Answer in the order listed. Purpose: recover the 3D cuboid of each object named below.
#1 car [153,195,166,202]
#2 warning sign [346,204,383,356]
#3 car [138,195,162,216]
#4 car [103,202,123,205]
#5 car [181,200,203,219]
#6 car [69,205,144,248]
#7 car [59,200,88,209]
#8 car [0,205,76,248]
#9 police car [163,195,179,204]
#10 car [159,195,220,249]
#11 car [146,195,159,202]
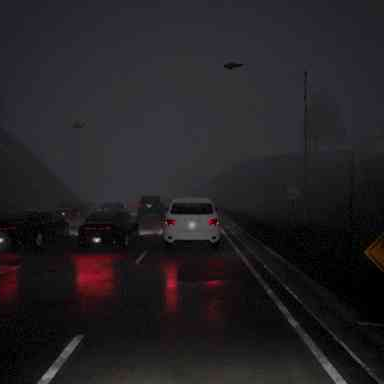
[{"bbox_3d":[-7.302,1.510,74.655,1.837,1.490,4.892,0,0,-20],"label":"car"},{"bbox_3d":[3.050,1.114,4.654,1.300,1.860,1.060,0,0,0],"label":"warning sign"},{"bbox_3d":[-3.517,1.258,29.653,2.150,2.045,5.566,0,0,-1],"label":"car"},{"bbox_3d":[-7.016,1.563,29.568,2.033,1.411,5.357,0,0,-1],"label":"car"},{"bbox_3d":[-0.016,1.533,29.677,1.812,1.442,4.674,0,0,-1],"label":"car"},{"bbox_3d":[-3.500,1.517,14.650,1.837,1.490,4.892,0,0,0],"label":"car"},{"bbox_3d":[-10.515,1.517,29.513,1.837,1.490,4.892,0,0,-1],"label":"car"},{"bbox_3d":[-7.000,1.516,14.650,1.837,1.490,4.892,0,0,0],"label":"car"},{"bbox_3d":[-4.182,1.425,65.053,1.930,1.638,5.238,0,0,-16],"label":"police car"},{"bbox_3d":[0.000,1.258,14.680,2.150,2.045,5.566,0,0,0],"label":"car"},{"bbox_3d":[-9.536,1.479,80.358,1.882,1.535,5.008,0,0,-23],"label":"car"}]
